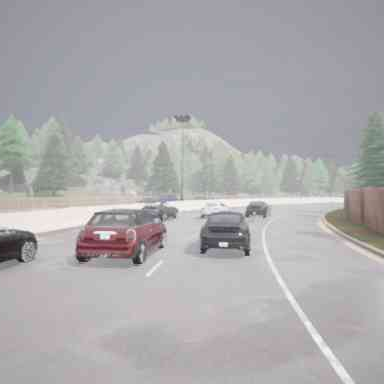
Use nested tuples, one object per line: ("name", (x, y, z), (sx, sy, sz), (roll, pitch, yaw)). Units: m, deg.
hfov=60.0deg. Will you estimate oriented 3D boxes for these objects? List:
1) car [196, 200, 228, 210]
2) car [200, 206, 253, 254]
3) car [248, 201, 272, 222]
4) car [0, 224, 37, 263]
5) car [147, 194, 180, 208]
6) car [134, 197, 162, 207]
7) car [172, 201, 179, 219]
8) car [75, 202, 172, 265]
("car", (2.178, 1.601, 30.141), (1.812, 1.442, 4.674), (0, 0, 20))
("car", (1.453, 1.541, 13.695), (1.837, 1.490, 4.892), (0, 0, 9))
("car", (6.253, 1.599, 31.042), (1.837, 1.490, 4.892), (0, 0, 21))
("car", (-6.222, 1.485, 9.153), (2.128, 1.511, 4.902), (0, 0, 6))
("car", (-4.218, 1.317, 50.229), (2.150, 2.045, 5.566), (0, -1, 29))
("car", (-6.886, 1.592, 52.591), (1.837, 1.490, 4.892), (0, -1, 30))
("car", (-2.567, 1.540, 26.915), (2.128, 1.511, 4.902), (0, 0, 17))
("car", (-2.321, 1.369, 12.071), (2.097, 1.767, 4.553), (0, 0, 8))
